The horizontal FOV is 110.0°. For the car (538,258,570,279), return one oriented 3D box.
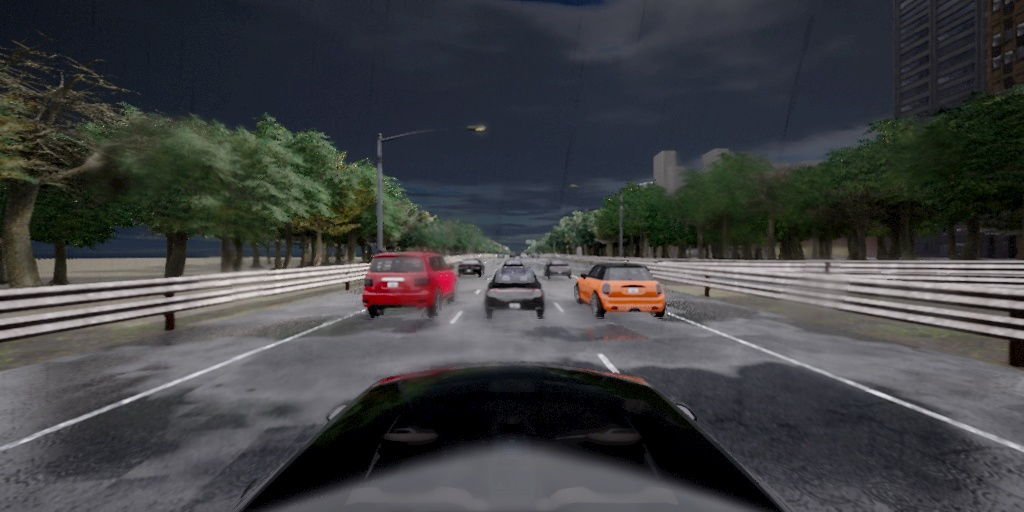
[{"bbox_3d":[3.611,1.003,29.119,2.128,1.511,4.902,0,1,0],"label":"car"}]

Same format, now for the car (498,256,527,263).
[{"bbox_3d":[0.111,1.003,29.097,2.128,1.511,4.902,0,1,0],"label":"car"}]

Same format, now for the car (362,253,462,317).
[{"bbox_3d":[-3.402,0.895,12.942,2.150,2.045,5.566,0,0,0],"label":"car"}]

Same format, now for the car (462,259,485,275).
[{"bbox_3d":[-3.386,0.969,30.642,1.882,1.535,5.008,0,1,0],"label":"car"}]

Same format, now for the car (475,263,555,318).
[{"bbox_3d":[0.096,1.169,12.556,2.128,1.511,4.902,0,1,0],"label":"car"}]

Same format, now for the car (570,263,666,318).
[{"bbox_3d":[3.595,1.027,12.727,2.097,1.767,4.553,0,0,0],"label":"car"}]
